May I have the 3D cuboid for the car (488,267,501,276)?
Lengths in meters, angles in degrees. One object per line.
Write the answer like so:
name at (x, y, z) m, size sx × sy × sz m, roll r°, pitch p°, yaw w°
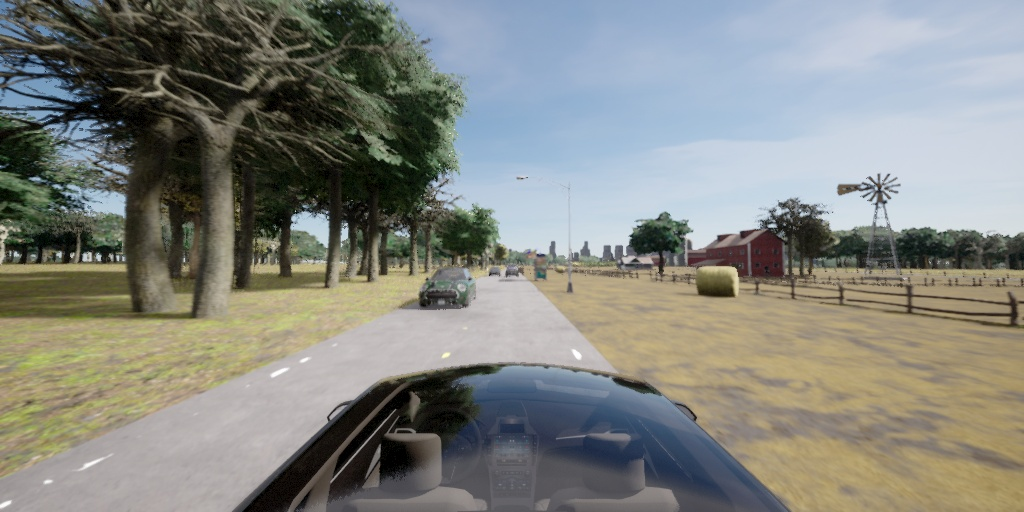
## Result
car at (-2.786, 2.508, 58.253) m, size 1.837 × 1.490 × 4.892 m, roll 0°, pitch -1°, yaw 1°

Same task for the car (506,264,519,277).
car at (0.039, 2.341, 52.868) m, size 2.128 × 1.511 × 4.902 m, roll 0°, pitch -2°, yaw 1°

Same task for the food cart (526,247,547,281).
food cart at (3.129, 0.958, 40.055) m, size 2.280 × 3.560 × 4.660 m, roll 0°, pitch 0°, yaw 0°

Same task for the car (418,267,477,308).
car at (-2.848, 1.331, 16.705) m, size 2.097 × 1.767 × 4.553 m, roll 0°, pitch -1°, yaw 0°
